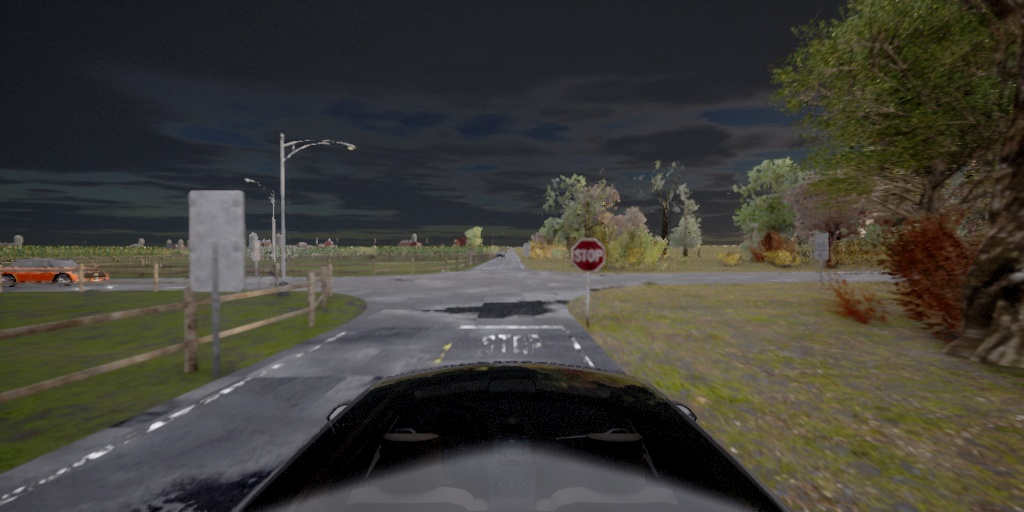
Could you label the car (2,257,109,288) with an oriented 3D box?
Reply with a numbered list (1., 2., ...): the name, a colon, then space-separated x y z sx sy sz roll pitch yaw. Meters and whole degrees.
1. car: -27.885 0.949 21.978 4.553 1.767 2.097 0 1 -4
